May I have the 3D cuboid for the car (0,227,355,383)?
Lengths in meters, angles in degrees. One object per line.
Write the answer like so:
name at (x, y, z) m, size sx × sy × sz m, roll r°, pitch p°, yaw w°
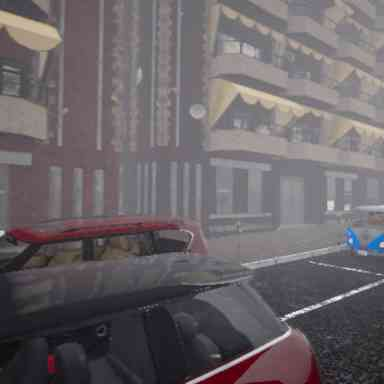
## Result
car at (-1.178, 1.369, 2.058) m, size 4.553 × 1.767 × 2.097 m, roll 0°, pitch 0°, yaw -38°

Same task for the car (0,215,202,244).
car at (-1.846, 1.347, 4.742) m, size 5.009 × 1.841 × 2.192 m, roll 0°, pitch 1°, yaw -38°

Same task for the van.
van at (6.914, 1.349, 11.493) m, size 3.998 × 1.788 × 1.690 m, roll 0°, pitch 1°, yaw -38°
